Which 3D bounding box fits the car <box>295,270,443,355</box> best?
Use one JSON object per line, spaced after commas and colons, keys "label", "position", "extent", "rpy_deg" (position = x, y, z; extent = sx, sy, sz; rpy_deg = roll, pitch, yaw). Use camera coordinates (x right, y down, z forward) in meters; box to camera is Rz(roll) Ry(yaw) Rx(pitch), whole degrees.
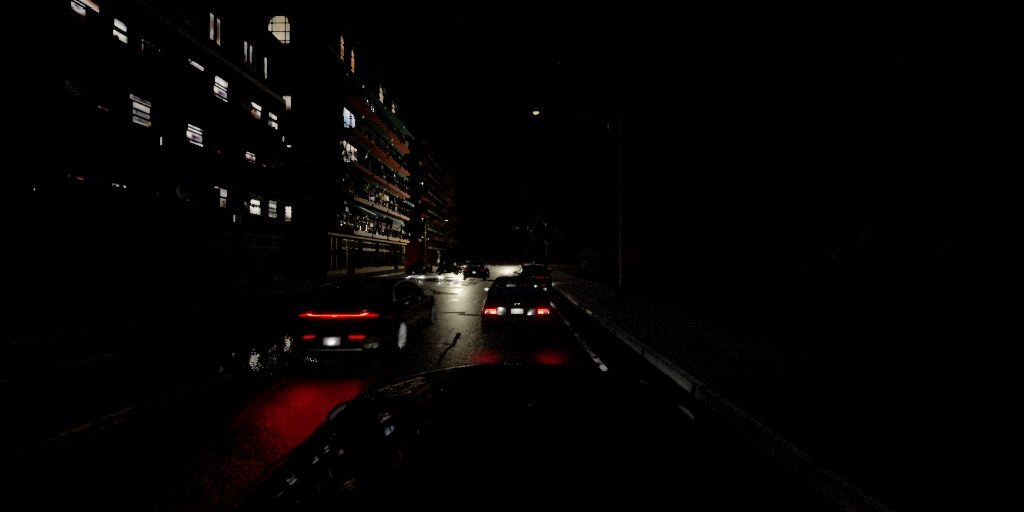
{"label": "car", "position": [-3.140, 1.254, 8.672], "extent": [1.837, 1.490, 4.892], "rpy_deg": [0, 0, 0]}

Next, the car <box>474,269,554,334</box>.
{"label": "car", "position": [0.117, 1.299, 10.626], "extent": [2.033, 1.411, 5.357], "rpy_deg": [0, 0, 0]}

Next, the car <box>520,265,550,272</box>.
{"label": "car", "position": [1.172, 1.257, 20.314], "extent": [1.837, 1.490, 4.892], "rpy_deg": [0, 0, 0]}

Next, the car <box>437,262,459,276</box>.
{"label": "car", "position": [-6.534, 1.315, 37.267], "extent": [1.994, 1.385, 4.181], "rpy_deg": [0, 0, 0]}

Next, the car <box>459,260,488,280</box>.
{"label": "car", "position": [-3.097, 1.316, 31.482], "extent": [1.994, 1.385, 4.181], "rpy_deg": [0, 0, 0]}

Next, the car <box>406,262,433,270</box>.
{"label": "car", "position": [-9.782, 1.299, 38.258], "extent": [2.033, 1.411, 5.357], "rpy_deg": [0, 0, 0]}
